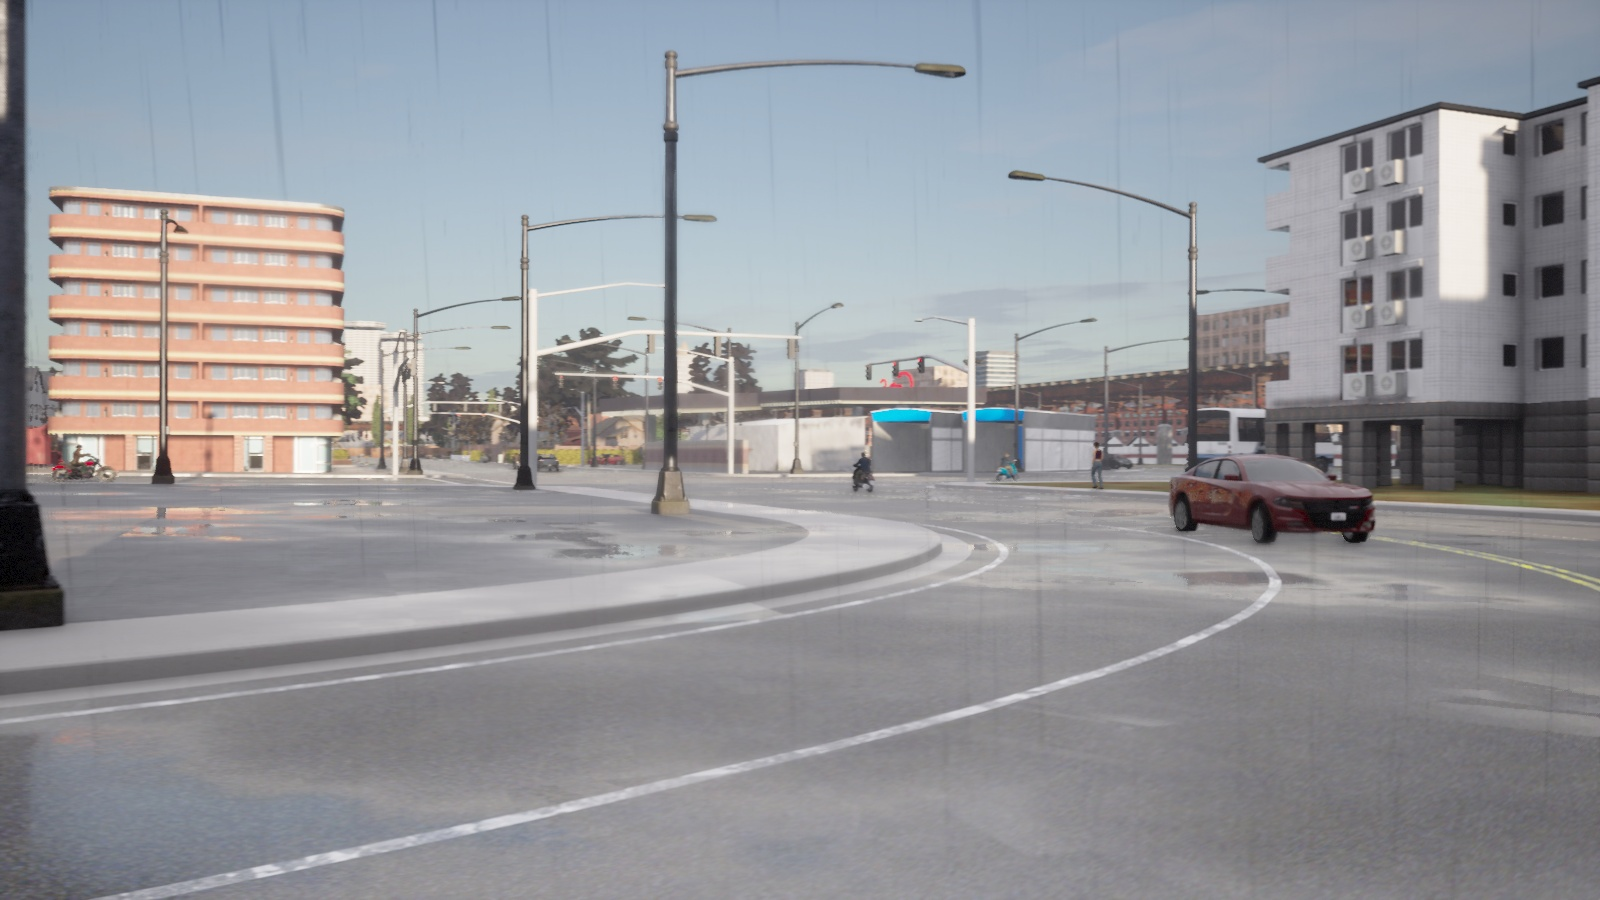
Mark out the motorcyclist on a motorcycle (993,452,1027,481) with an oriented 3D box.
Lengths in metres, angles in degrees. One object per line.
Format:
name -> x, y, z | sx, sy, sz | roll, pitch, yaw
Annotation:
motorcyclist on a motorcycle -> 11.730, 0.902, 70.113 | 1.817, 1.590, 0.866 | 0, 0, -37

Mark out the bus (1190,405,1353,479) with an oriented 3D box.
bus -> 28.673, -0.454, 76.225 | 10.273, 4.253, 3.944 | 0, 0, -33

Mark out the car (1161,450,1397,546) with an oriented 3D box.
car -> 8.411, 0.776, 22.635 | 1.882, 1.535, 5.008 | 0, 0, -7

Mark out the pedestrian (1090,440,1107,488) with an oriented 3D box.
pedestrian -> 11.368, 0.527, 47.839 | 0.345, 1.836, 0.594 | 0, 0, -16

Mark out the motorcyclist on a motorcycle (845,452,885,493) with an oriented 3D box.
motorcyclist on a motorcycle -> 2.529, 0.857, 49.188 | 0.866, 1.590, 1.817 | 0, 0, -22

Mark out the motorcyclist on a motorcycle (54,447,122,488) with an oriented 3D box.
motorcyclist on a motorcycle -> -29.503, 0.717, 52.055 | 2.350, 1.649, 0.766 | 1, -1, -22
